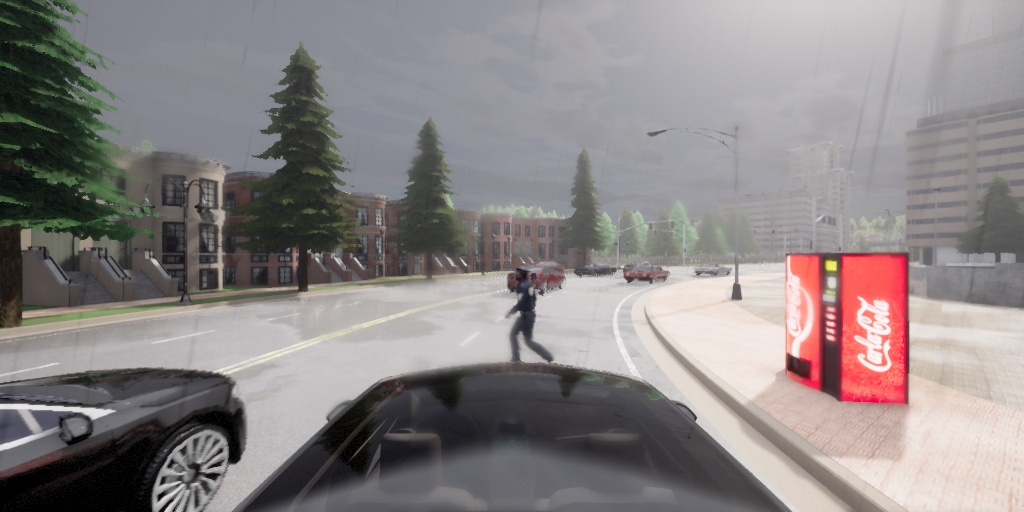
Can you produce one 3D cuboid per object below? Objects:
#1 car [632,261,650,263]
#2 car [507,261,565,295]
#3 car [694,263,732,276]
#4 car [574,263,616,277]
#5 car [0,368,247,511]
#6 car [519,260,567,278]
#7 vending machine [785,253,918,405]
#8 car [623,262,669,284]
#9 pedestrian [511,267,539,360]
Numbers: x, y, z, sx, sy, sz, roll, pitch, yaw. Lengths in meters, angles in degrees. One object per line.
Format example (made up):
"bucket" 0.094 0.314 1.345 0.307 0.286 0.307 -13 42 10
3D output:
"car" 12.422 1.234 33.818 4.902 1.511 2.128 0 0 -42
"car" 1.493 1.223 20.194 1.882 1.535 5.008 0 0 26
"car" 20.355 1.343 36.188 4.718 1.301 1.895 0 0 -38
"car" 8.069 1.343 34.880 4.718 1.301 1.895 0 0 -43
"car" -3.285 1.241 1.210 2.128 1.511 4.902 0 0 0
"car" 3.084 1.220 34.778 1.882 1.535 5.008 0 0 44
"vending machine" 4.607 0.945 5.034 1.100 2.100 0.880 0 0 8
"car" 10.177 1.345 26.843 1.895 1.301 4.718 0 0 41
"pedestrian" 0.240 1.043 6.416 0.375 1.860 0.375 0 0 8
